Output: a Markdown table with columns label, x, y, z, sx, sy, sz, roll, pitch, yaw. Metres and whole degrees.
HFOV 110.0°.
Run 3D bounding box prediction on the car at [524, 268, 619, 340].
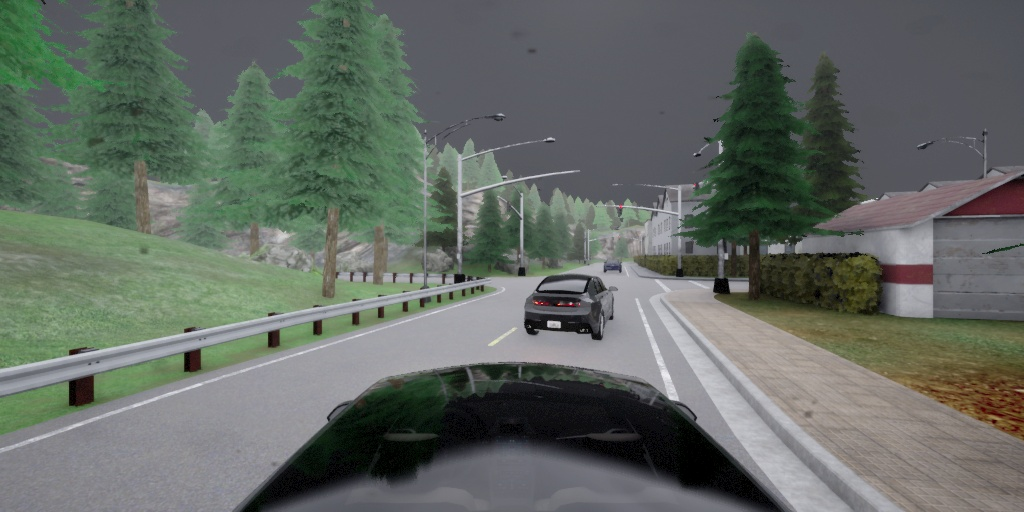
| label | x | y | z | sx | sy | sz | roll | pitch | yaw |
| --- | --- | --- | --- | --- | --- | --- | --- | --- | --- |
| car | 1.785 | 1.255 | 10.130 | 1.837 | 1.490 | 4.892 | 0 | 0 | 21 |

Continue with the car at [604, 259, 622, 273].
| label | x | y | z | sx | sy | sz | roll | pitch | yaw |
| --- | --- | --- | --- | --- | --- | --- | --- | --- | --- |
| car | 12.413 | 1.102 | 44.141 | 2.097 | 1.767 | 4.553 | 0 | 0 | 17 |
